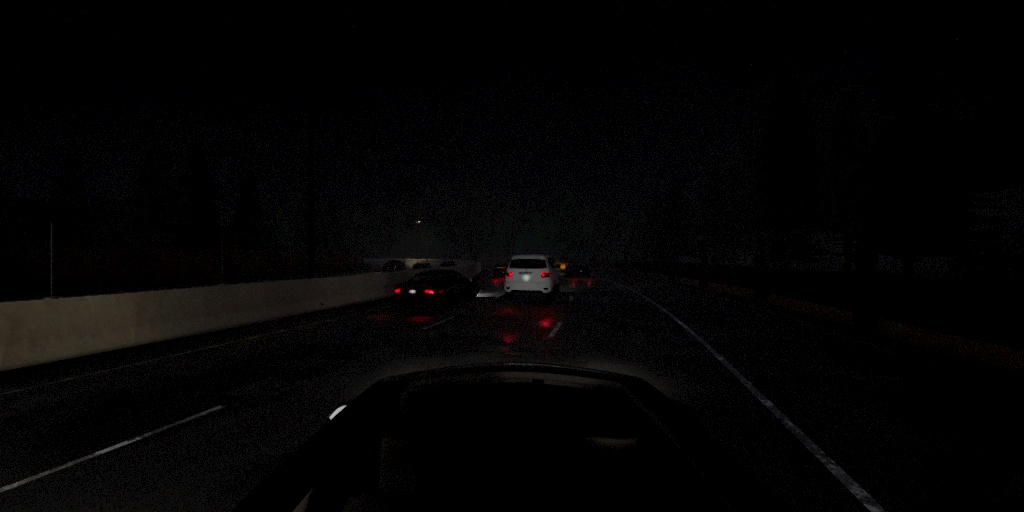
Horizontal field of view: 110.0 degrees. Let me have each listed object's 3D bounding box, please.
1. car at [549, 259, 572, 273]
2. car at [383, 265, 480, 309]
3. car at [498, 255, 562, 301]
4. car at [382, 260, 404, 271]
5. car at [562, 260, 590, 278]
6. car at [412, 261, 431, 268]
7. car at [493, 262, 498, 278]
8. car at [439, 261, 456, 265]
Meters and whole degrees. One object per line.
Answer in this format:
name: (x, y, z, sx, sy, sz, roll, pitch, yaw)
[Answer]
car: (5.989, 1.227, 45.011, 1.882, 1.535, 5.008, 0, 0, -4)
car: (-2.959, 1.298, 15.053, 2.033, 1.411, 5.357, 0, 0, 12)
car: (1.112, 0.971, 17.656, 2.150, 2.045, 5.566, 0, 0, 11)
car: (-15.180, 1.256, 45.918, 1.837, 1.490, 4.892, 0, 0, -5)
car: (6.257, 1.228, 34.595, 1.882, 1.535, 5.008, 0, 0, 1)
car: (-11.719, 1.350, 46.550, 1.895, 1.301, 4.718, 0, 0, -5)
car: (-0.696, 1.241, 33.971, 2.128, 1.511, 4.902, 0, 0, 2)
car: (-8.167, 1.297, 45.966, 2.033, 1.411, 5.357, 0, 0, -5)
